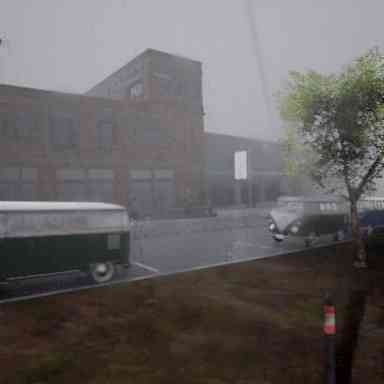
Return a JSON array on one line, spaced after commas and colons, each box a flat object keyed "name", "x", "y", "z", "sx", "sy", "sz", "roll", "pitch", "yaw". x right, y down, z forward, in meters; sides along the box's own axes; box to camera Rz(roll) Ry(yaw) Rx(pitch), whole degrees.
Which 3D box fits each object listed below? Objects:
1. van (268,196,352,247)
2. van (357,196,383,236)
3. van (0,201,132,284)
[{"name": "van", "x": 5.142, "y": 1.222, "z": 14.615, "sx": 4.442, "sy": 1.987, "sz": 1.878, "roll": 2, "pitch": 0, "yaw": -42}, {"name": "van", "x": 9.351, "y": 1.244, "z": 18.278, "sx": 4.442, "sy": 1.987, "sz": 1.878, "roll": 2, "pitch": 0, "yaw": -43}, {"name": "van", "x": -3.720, "y": 1.209, "z": 7.789, "sx": 4.442, "sy": 1.987, "sz": 1.878, "roll": 1, "pitch": 0, "yaw": -37}]
